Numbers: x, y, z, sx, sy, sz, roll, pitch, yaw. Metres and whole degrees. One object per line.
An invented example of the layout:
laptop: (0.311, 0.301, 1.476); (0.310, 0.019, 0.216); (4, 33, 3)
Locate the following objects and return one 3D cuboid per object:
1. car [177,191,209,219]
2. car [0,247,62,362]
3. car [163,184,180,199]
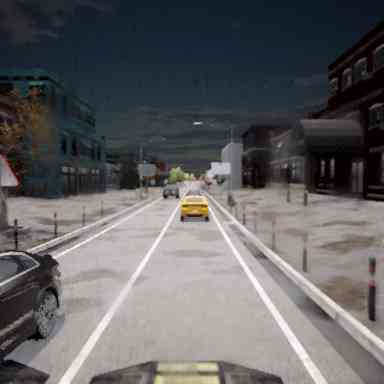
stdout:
car: (0.179, 0.999, 23.654); (1.882, 1.535, 5.008); (0, 2, 0)
car: (-3.093, 1.453, 3.660); (2.128, 1.511, 4.902); (0, 0, 0)
car: (-2.911, -0.091, 47.442); (2.150, 2.045, 5.566); (0, 1, 1)
